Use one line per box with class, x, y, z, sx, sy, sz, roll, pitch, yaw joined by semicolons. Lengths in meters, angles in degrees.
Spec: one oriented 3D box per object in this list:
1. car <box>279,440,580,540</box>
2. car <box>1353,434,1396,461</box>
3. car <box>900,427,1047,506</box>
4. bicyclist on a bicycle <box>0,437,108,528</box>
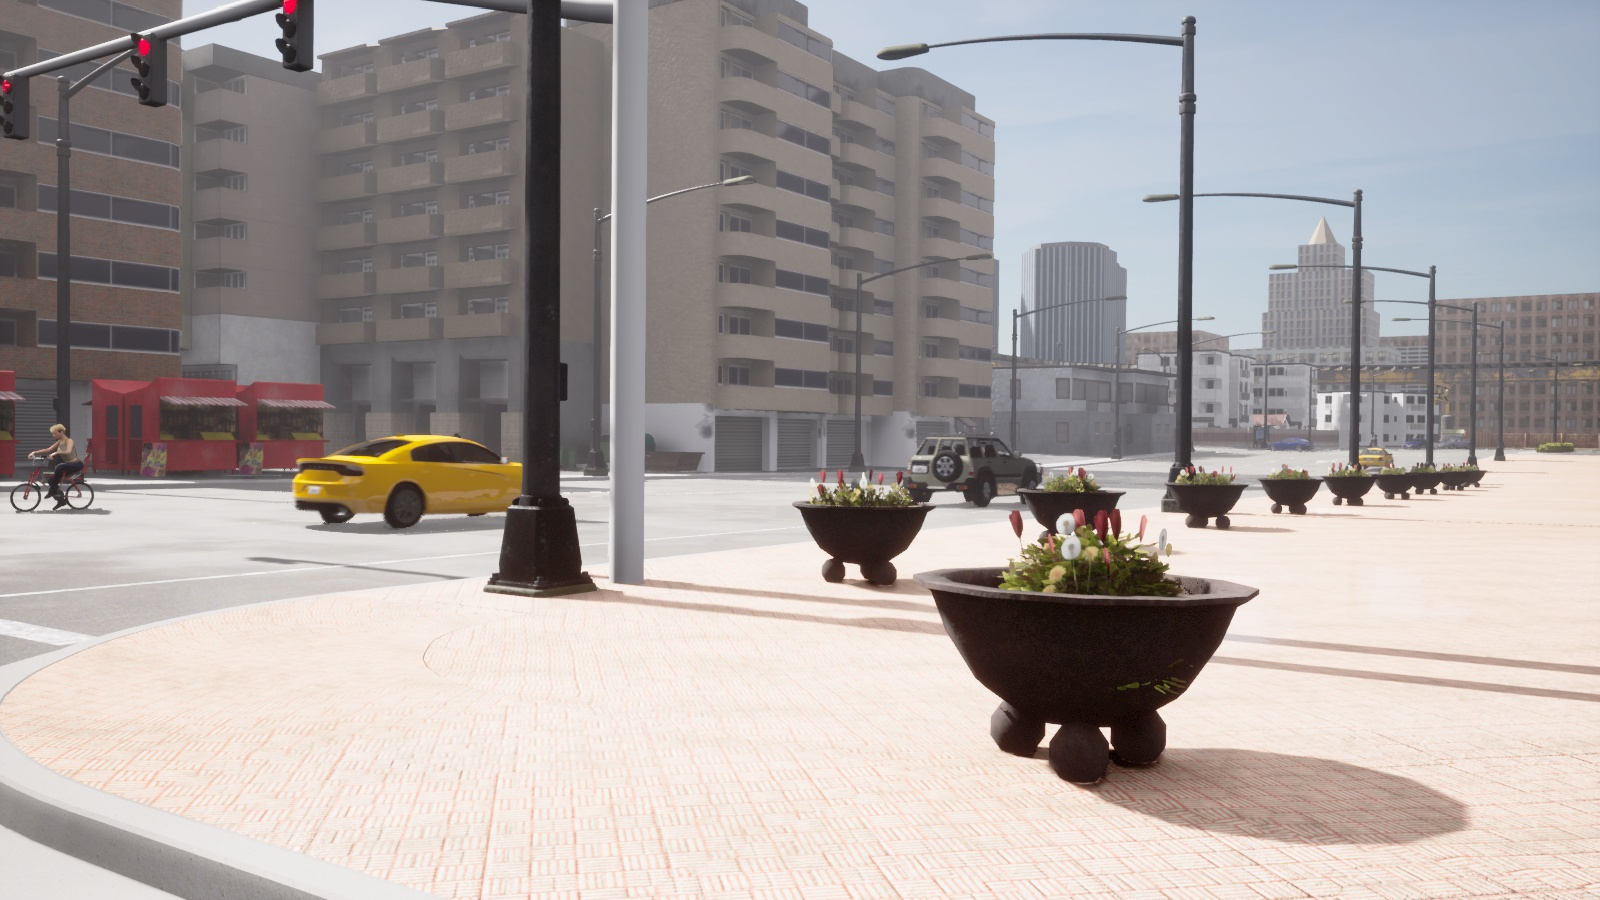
car;-6.271;0.604;21.893;1.882;1.535;5.008;0;0;33
car;38.454;-0.185;83.967;1.801;1.575;5.366;0;2;33
car;4.515;0.392;32.007;1.932;1.855;4.605;0;0;33
bicyclist on a bicycle;-13.787;0.576;23.194;0.866;1.612;1.509;0;0;33
